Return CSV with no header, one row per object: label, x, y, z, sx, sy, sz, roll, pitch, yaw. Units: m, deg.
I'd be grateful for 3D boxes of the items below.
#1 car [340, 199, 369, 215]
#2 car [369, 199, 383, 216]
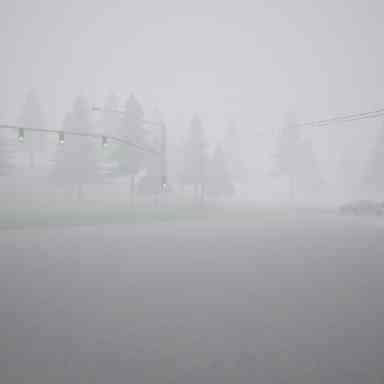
car,17.117,1.478,33.878,5.008,1.535,1.882,0,0,-32
car,19.472,1.221,31.218,5.566,2.045,2.150,0,0,-32
